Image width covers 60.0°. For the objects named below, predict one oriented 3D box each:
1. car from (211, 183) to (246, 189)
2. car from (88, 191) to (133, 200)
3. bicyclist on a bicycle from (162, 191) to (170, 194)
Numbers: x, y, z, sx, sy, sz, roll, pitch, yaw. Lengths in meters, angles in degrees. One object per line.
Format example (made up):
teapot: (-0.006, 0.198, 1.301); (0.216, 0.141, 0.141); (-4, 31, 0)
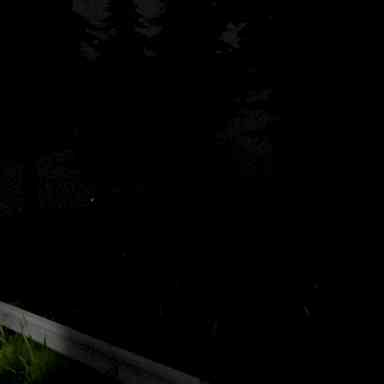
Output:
car: (3.748, -0.243, 37.555); (5.008, 1.535, 1.882); (-4, 1, -7)
car: (-8.139, 0.591, 32.966); (4.553, 1.767, 2.097); (-5, 3, -29)
bicyclist on a bicycle: (-2.220, 0.269, 28.834); (0.582, 1.620, 1.656); (1, 4, -28)
